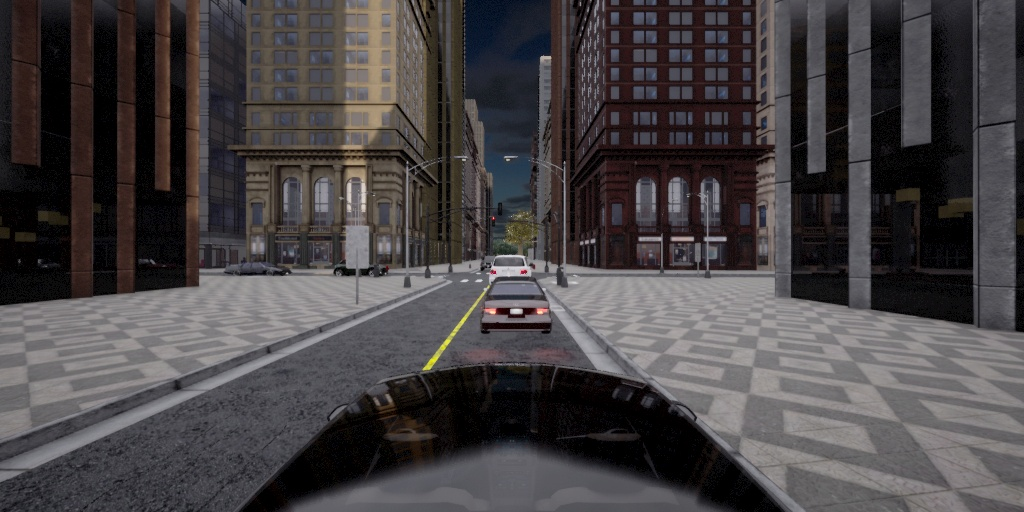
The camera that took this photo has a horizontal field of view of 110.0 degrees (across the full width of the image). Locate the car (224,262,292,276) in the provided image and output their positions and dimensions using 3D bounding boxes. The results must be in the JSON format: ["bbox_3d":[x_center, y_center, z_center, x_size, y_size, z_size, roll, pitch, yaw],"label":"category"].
[{"bbox_3d":[-23.573,1.220,33.332,5.357,1.411,2.033,0,0,0],"label":"car"}]

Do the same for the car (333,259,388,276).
[{"bbox_3d":[-13.992,1.052,33.339,4.553,1.767,2.097,0,0,0],"label":"car"}]

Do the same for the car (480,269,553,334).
[{"bbox_3d":[0.091,1.297,10.609,2.033,1.411,5.357,0,0,0],"label":"car"}]

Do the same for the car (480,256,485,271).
[{"bbox_3d":[-3.132,0.969,49.484,2.150,2.045,5.566,0,0,-1],"label":"car"}]

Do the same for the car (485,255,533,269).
[{"bbox_3d":[0.015,0.971,20.854,2.150,2.045,5.566,0,0,4],"label":"car"}]

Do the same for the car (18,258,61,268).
[{"bbox_3d":[-44.213,0.980,33.377,4.553,1.767,2.097,0,0,0],"label":"car"}]

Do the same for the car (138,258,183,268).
[{"bbox_3d":[-33.360,1.001,33.340,4.553,1.767,2.097,0,0,0],"label":"car"}]
